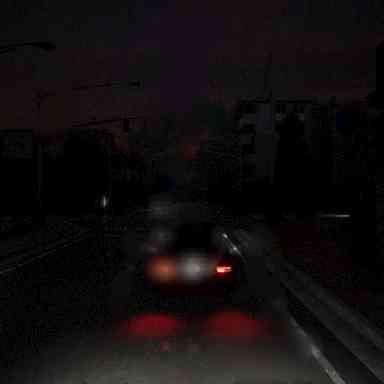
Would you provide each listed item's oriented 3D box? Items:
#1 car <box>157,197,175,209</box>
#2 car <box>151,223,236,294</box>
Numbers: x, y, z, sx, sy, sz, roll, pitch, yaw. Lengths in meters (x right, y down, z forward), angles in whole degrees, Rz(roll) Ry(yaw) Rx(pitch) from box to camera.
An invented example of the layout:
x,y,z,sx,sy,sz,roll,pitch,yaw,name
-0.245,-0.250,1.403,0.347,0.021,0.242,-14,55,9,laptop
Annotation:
x,y,z,sx,sy,sz,roll,pitch,yaw,name
-3.708,1.526,46.051,1.812,1.442,4.674,0,0,0,car
0.039,1.547,8.939,2.033,1.411,5.357,0,0,0,car
